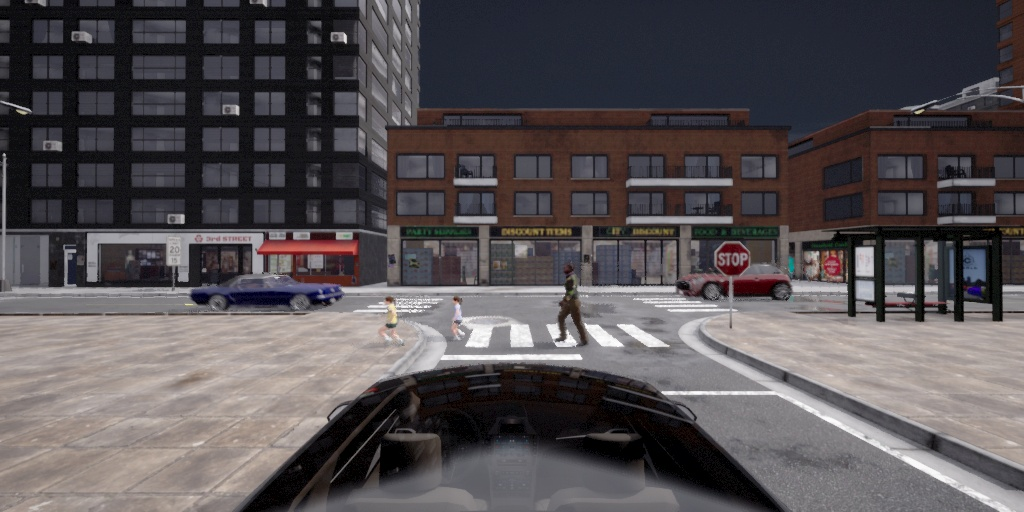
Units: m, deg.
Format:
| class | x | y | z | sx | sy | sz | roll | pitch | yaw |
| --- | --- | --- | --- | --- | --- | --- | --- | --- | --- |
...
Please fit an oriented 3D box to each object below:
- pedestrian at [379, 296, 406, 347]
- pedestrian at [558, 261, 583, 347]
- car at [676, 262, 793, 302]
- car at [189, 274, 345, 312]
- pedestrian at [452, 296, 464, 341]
| class | x | y | z | sx | sy | sz | roll | pitch | yaw |
| --- | --- | --- | --- | --- | --- | --- | --- | --- | --- |
| pedestrian | -2.415 | 1.273 | 7.243 | 0.500 | 1.100 | 0.500 | 0 | 0 | 0 |
| pedestrian | 1.274 | 1.041 | 7.845 | 0.375 | 1.860 | 0.375 | 0 | 0 | 0 |
| car | 10.026 | 1.088 | 16.462 | 4.553 | 1.767 | 2.097 | 0 | 0 | 0 |
| car | -8.941 | 1.351 | 13.429 | 4.718 | 1.301 | 1.895 | 0 | 0 | 0 |
| pedestrian | -1.227 | 1.424 | 8.439 | 0.500 | 1.100 | 0.500 | 0 | 0 | 0 |
